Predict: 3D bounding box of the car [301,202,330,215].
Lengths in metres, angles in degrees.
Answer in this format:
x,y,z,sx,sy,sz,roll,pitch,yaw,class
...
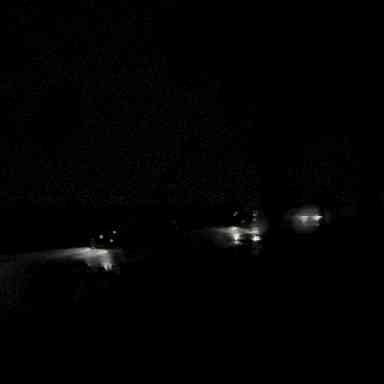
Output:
x,y,z,sx,sy,sz,roll,pitch,yaw,class
13.278,1.725,35.570,1.994,1.385,4.181,-3,-2,39,car

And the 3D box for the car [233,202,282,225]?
x,y,z,sx,sy,sz,roll,pitch,yaw,class
4.989,1.524,25.250,2.097,1.767,4.553,-3,-2,39,car

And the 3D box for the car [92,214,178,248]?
x,y,z,sx,sy,sz,roll,pitch,yaw,class
-2.626,1.748,15.898,1.994,1.385,4.181,-3,-2,41,car
